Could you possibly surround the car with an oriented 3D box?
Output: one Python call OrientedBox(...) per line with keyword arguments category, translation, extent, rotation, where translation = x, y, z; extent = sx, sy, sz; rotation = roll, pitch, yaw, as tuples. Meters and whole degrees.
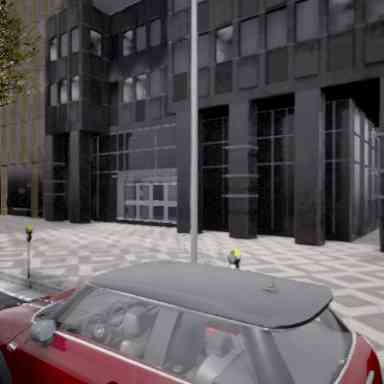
OrientedBox(category="car", translation=(-0.445, 1.436, 3.282), extent=(4.097, 1.590, 1.967), rotation=(0, 0, 35))
